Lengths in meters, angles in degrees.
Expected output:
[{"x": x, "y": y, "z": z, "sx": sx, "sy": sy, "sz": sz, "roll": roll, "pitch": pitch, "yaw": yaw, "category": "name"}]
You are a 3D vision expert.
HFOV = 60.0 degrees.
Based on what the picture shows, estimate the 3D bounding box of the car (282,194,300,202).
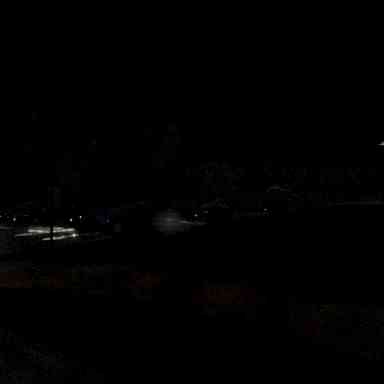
[{"x": 15.216, "y": 1.009, "z": 51.797, "sx": 2.097, "sy": 1.767, "sz": 4.553, "roll": 0, "pitch": 0, "yaw": 36, "category": "car"}]

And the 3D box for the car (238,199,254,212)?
[{"x": 5.836, "y": 1.547, "z": 39.068, "sx": 2.033, "sy": 1.411, "sz": 5.357, "roll": 0, "pitch": 0, "yaw": 36, "category": "car"}]

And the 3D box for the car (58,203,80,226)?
[{"x": -6.358, "y": 1.564, "z": 22.320, "sx": 1.994, "sy": 1.385, "sz": 4.181, "roll": 0, "pitch": 0, "yaw": 36, "category": "car"}]

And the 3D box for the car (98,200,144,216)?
[{"x": -7.021, "y": 1.563, "z": 33.304, "sx": 1.994, "sy": 1.385, "sz": 4.181, "roll": 0, "pitch": 0, "yaw": 36, "category": "car"}]

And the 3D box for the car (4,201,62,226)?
[{"x": -9.951, "y": 1.491, "z": 23.327, "sx": 2.128, "sy": 1.511, "sz": 4.902, "roll": 0, "pitch": 0, "yaw": 36, "category": "car"}]

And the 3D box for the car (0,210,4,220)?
[{"x": -12.359, "y": 1.505, "z": 25.966, "sx": 1.837, "sy": 1.490, "sz": 4.892, "roll": 0, "pitch": 0, "yaw": 36, "category": "car"}]

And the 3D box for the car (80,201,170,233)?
[{"x": -3.830, "y": 1.478, "z": 19.837, "sx": 1.882, "sy": 1.535, "sz": 5.008, "roll": 0, "pitch": 0, "yaw": 36, "category": "car"}]

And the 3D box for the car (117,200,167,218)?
[{"x": -4.493, "y": 1.526, "z": 30.806, "sx": 1.812, "sy": 1.442, "sz": 4.674, "roll": 0, "pitch": 0, "yaw": 36, "category": "car"}]

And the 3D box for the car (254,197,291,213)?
[{"x": 9.243, "y": 1.601, "z": 37.797, "sx": 1.895, "sy": 1.301, "sz": 4.718, "roll": 0, "pitch": 0, "yaw": 36, "category": "car"}]

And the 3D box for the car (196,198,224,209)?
[{"x": 2.572, "y": 1.564, "z": 46.461, "sx": 1.994, "sy": 1.385, "sz": 4.181, "roll": 0, "pitch": 0, "yaw": 36, "category": "car"}]

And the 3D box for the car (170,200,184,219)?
[{"x": -1.113, "y": 1.505, "z": 29.526, "sx": 1.837, "sy": 1.490, "sz": 4.892, "roll": 0, "pitch": 0, "yaw": 36, "category": "car"}]

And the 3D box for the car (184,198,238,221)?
[{"x": 1.674, "y": 1.526, "z": 27.380, "sx": 1.812, "sy": 1.442, "sz": 4.674, "roll": 0, "pitch": 0, "yaw": 36, "category": "car"}]

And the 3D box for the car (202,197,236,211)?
[{"x": 3.493, "y": 1.478, "z": 41.791, "sx": 1.882, "sy": 1.535, "sz": 5.008, "roll": 0, "pitch": 1, "yaw": 36, "category": "car"}]
